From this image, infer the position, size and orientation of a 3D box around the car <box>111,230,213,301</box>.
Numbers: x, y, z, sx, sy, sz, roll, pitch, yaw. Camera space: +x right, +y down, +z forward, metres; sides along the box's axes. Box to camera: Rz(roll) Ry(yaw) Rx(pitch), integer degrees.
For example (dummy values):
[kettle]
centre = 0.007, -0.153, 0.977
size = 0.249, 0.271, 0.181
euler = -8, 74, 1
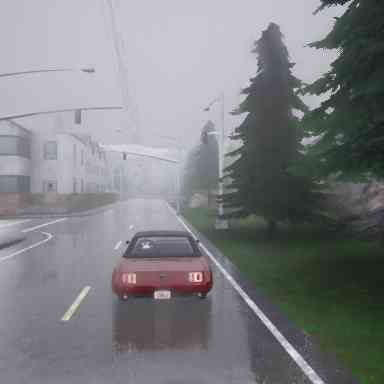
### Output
[car]
centre = -0.726, 1.601, 8.317
size = 1.895, 1.301, 4.718
euler = 0, 0, -5
